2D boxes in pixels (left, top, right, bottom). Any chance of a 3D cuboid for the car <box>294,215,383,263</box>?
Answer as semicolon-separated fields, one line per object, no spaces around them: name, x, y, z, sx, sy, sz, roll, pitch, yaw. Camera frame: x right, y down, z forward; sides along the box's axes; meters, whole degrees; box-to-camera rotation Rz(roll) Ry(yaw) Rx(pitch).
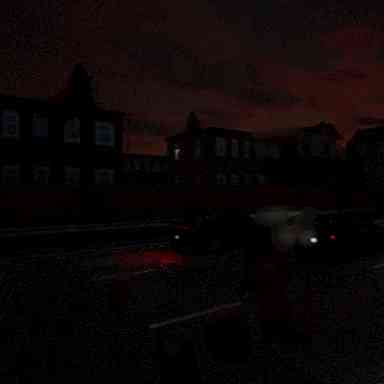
car;5.608;1.543;12.043;4.181;1.385;1.994;0;0;-35

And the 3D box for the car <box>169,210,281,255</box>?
car;1.470;1.464;13.389;5.008;1.535;1.882;0;0;-35
